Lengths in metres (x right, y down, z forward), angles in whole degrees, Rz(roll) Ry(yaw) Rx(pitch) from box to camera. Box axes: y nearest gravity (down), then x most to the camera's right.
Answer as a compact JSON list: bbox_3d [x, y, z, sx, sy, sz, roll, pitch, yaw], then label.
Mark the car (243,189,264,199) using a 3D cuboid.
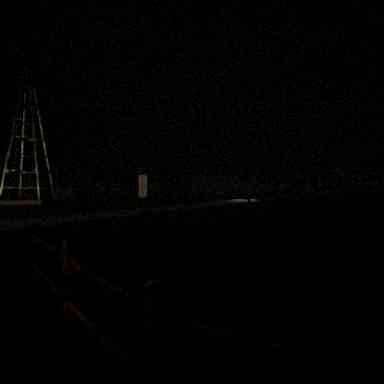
[{"bbox_3d":[9.785,0.347,52.833,1.837,1.490,4.892,-1,1,35],"label":"car"}]
